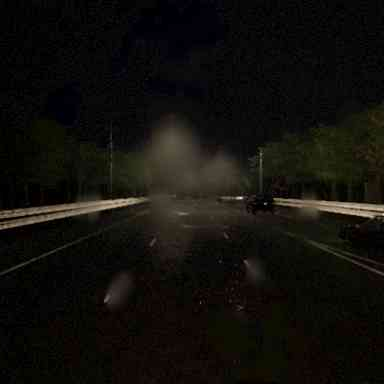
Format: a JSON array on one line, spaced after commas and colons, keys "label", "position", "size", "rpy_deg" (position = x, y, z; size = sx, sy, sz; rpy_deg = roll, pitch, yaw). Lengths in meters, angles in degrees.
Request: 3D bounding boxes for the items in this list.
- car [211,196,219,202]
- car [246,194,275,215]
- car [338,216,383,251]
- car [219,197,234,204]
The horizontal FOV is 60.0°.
[{"label": "car", "position": [7.222, 1.964, 91.736], "size": [2.033, 1.411, 5.357], "rpy_deg": [0, -1, 0]}, {"label": "car", "position": [6.997, 1.237, 34.290], "size": [2.150, 2.045, 5.566], "rpy_deg": [0, 0, 0]}, {"label": "car", "position": [7.534, 1.561, 12.161], "size": [2.033, 1.411, 5.357], "rpy_deg": [0, 0, -5]}, {"label": "car", "position": [7.071, 1.673, 64.596], "size": [2.033, 1.411, 5.357], "rpy_deg": [0, 0, 0]}]
